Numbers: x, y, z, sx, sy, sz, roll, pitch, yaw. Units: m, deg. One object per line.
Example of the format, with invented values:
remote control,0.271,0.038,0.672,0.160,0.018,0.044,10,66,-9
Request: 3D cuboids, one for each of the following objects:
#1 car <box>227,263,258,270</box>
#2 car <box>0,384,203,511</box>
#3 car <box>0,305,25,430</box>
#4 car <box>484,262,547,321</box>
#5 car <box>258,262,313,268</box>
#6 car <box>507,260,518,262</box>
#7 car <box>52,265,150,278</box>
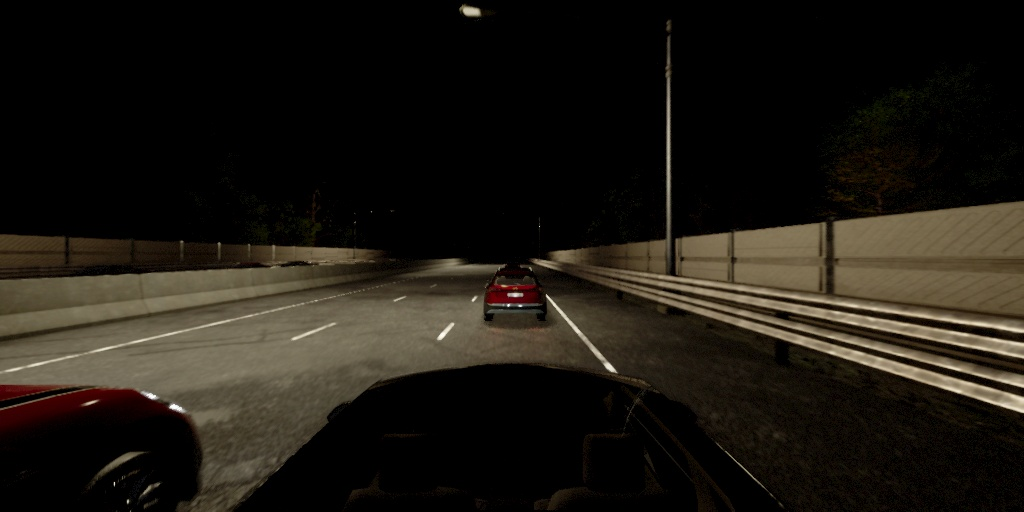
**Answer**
car,-21.092,1.283,28.577,1.812,1.442,4.674,0,0,0
car,-3.403,1.102,0.816,2.097,1.767,4.553,0,0,0
car,-6.903,1.297,1.652,2.033,1.411,5.357,0,0,0
car,0.098,1.183,12.539,2.033,1.649,4.856,0,0,0
car,-17.601,1.262,28.878,1.837,1.490,4.892,0,0,0
car,0.093,1.267,42.951,1.837,1.490,4.892,0,0,0
car,-24.602,1.281,21.658,1.812,1.442,4.674,0,0,0
